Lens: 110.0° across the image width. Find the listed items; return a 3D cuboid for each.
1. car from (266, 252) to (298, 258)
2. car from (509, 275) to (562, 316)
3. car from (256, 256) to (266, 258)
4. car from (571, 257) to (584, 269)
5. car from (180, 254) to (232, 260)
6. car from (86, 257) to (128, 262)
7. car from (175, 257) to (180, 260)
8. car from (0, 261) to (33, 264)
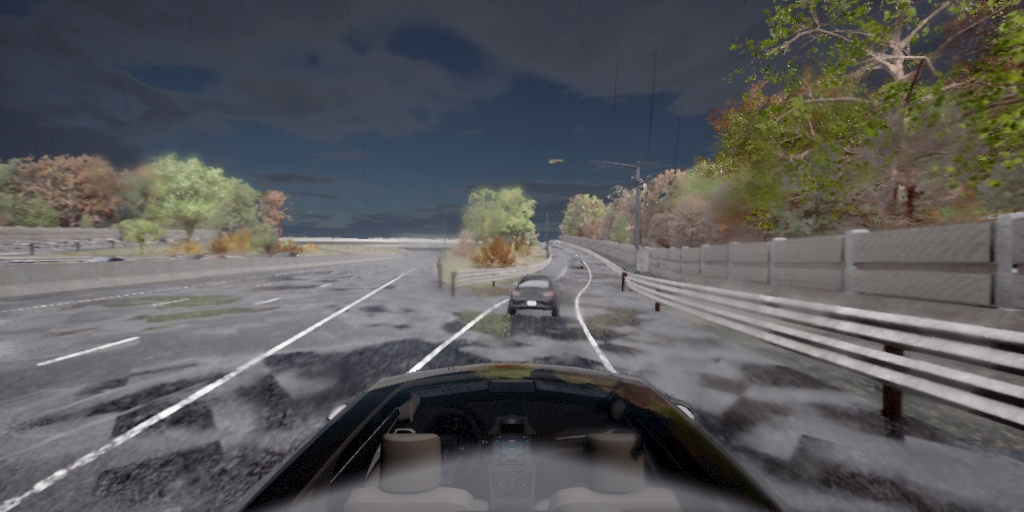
[{"bbox_3d":[-33.498,0.432,52.937,2.150,2.045,5.566,0,0,-11],"label":"car"},{"bbox_3d":[1.022,1.495,14.595,1.812,1.442,4.674,0,-1,8],"label":"car"},{"bbox_3d":[-37.109,0.750,53.152,1.994,1.385,4.181,0,0,-11],"label":"car"},{"bbox_3d":[10.377,1.337,57.060,1.994,1.385,4.181,1,3,9],"label":"car"},{"bbox_3d":[-30.182,0.792,35.978,1.882,1.535,5.008,0,0,-11],"label":"car"},{"bbox_3d":[-36.576,0.818,32.216,1.812,1.442,4.674,0,0,-11],"label":"car"},{"bbox_3d":[-34.137,0.630,38.012,2.097,1.767,4.553,0,0,-11],"label":"car"},{"bbox_3d":[-26.745,0.977,18.571,2.033,1.411,5.357,0,0,-11],"label":"car"}]
